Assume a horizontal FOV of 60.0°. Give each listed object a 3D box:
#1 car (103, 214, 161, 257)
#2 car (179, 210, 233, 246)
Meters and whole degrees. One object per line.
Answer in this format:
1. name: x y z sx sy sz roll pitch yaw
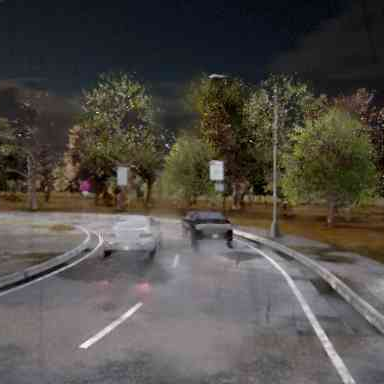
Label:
1. car: -2.252 1.607 13.203 1.812 1.442 4.674 1 0 -3
2. car: 0.554 1.610 16.085 2.128 1.511 4.902 1 0 -10
